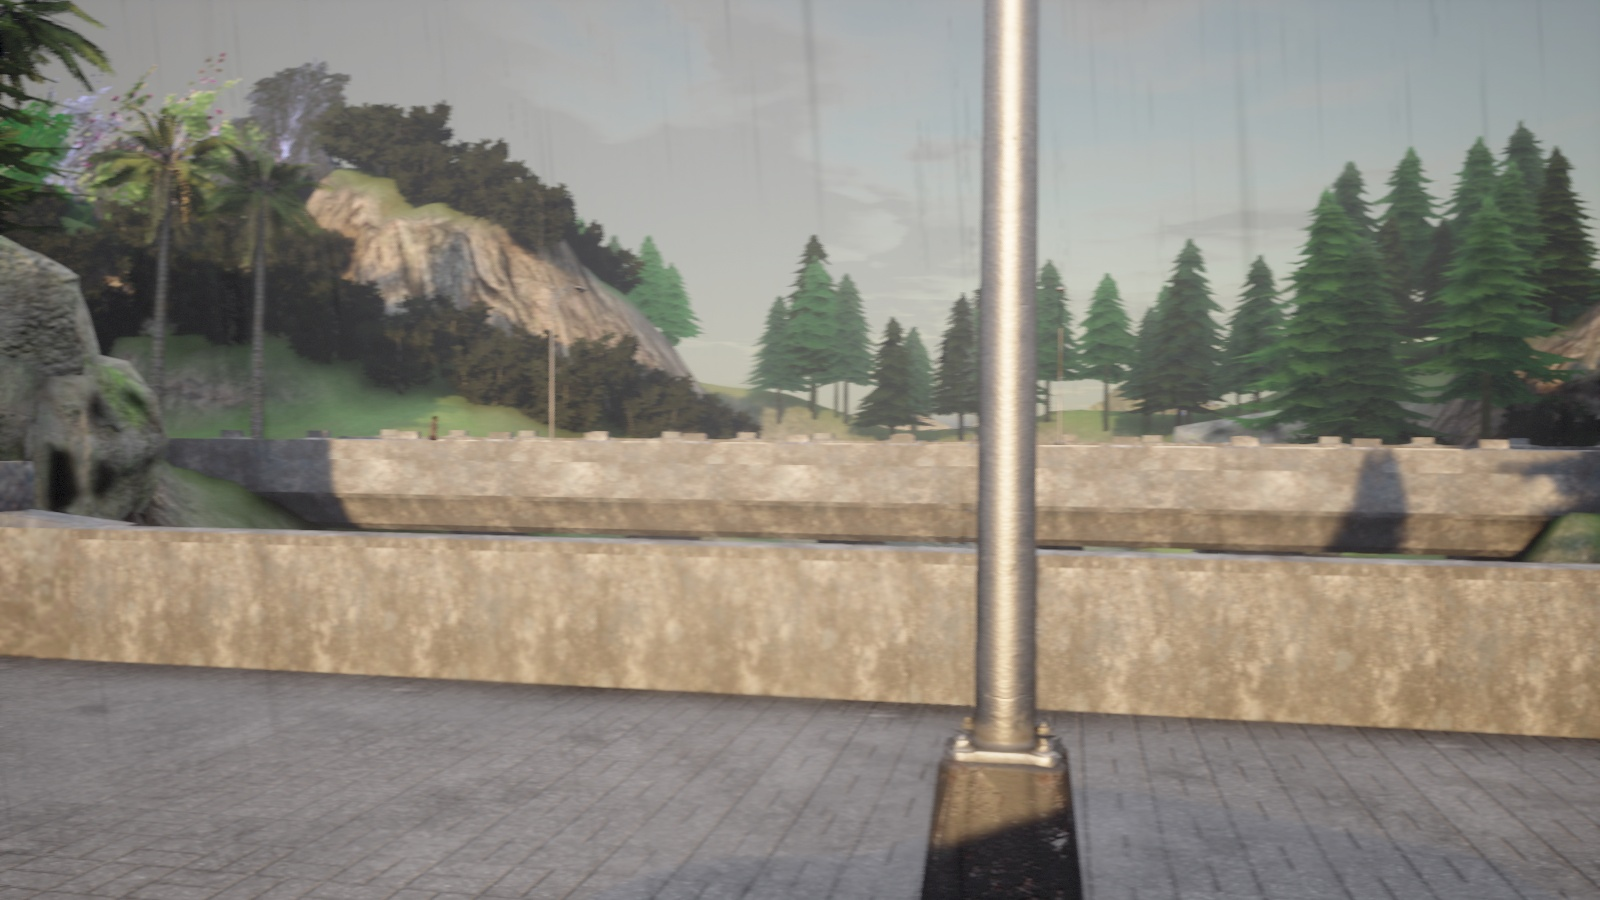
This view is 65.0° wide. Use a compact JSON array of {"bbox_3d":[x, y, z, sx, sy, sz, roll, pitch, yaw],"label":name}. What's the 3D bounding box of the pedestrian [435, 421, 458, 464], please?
[{"bbox_3d":[-15.210,-0.325,54.042,0.869,1.805,0.328,-1,1,8],"label":"pedestrian"}]
